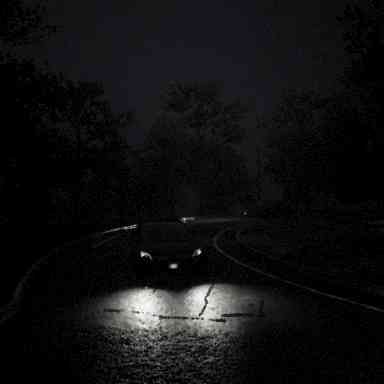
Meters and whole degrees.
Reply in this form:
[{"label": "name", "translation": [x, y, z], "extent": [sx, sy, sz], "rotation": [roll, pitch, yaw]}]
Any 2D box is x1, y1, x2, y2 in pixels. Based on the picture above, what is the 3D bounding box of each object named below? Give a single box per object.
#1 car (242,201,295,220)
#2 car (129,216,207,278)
[{"label": "car", "translation": [6.498, 1.491, 28.178], "extent": [4.902, 1.511, 2.128], "rotation": [0, 0, -28]}, {"label": "car", "translation": [-0.949, 1.526, 10.376], "extent": [1.812, 1.442, 4.674], "rotation": [-1, 0, -12]}]
